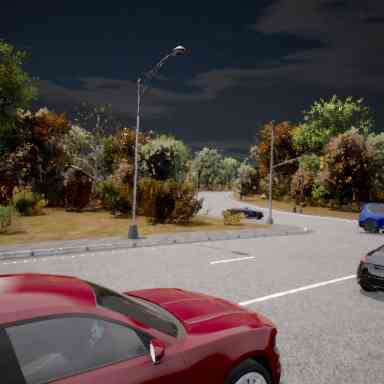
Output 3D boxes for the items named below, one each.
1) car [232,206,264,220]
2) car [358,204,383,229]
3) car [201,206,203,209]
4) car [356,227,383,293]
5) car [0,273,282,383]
[{"bbox_3d":[5.844,2.237,36.148,1.895,1.301,4.718,3,-1,-22],"label":"car"},{"bbox_3d":[13.468,1.805,21.126,2.150,2.045,5.566,3,-2,-30],"label":"car"},{"bbox_3d":[0.177,1.855,52.561,2.033,1.411,5.357,3,1,-15],"label":"car"},{"bbox_3d":[5.800,1.666,7.937,4.181,1.385,1.994,1,-1,-35],"label":"car"},{"bbox_3d":[-1.349,1.479,2.783,5.008,1.535,1.882,0,0,-36],"label":"car"}]
